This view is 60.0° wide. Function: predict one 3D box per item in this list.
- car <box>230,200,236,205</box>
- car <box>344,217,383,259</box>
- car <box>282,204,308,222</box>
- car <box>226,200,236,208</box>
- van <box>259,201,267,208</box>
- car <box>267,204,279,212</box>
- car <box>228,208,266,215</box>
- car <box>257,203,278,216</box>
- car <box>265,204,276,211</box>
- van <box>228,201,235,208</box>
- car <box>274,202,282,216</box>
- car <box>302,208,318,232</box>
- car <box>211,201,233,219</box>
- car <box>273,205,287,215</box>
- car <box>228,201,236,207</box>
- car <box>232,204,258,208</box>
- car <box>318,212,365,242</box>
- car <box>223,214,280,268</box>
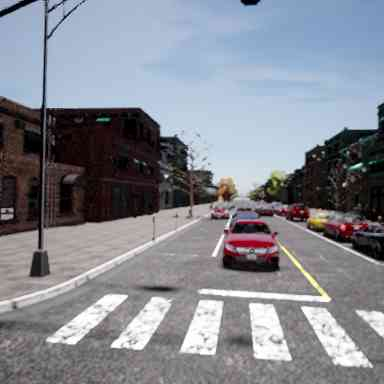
[{"bbox_3d":[7.988,3.000,70.351,2.008,1.369,4.403,1,-1,8],"label":"car"},{"bbox_3d":[8.328,2.007,14.250,1.947,1.339,4.313,1,-1,8],"label":"car"},{"bbox_3d":[11.511,2.226,36.214,2.192,1.841,5.009,1,-1,8],"label":"car"},{"bbox_3d":[9.581,2.999,81.336,2.192,1.841,5.009,1,-1,8],"label":"car"},{"bbox_3d":[19.462,3.424,91.112,1.690,1.788,3.998,1,-1,8],"label":"van"},{"bbox_3d":[15.485,3.042,63.659,1.887,1.381,4.507,1,-1,8],"label":"car"},{"bbox_3d":[3.669,2.049,22.424,1.994,1.385,4.181,1,-1,8],"label":"car"},{"bbox_3d":[10.418,2.624,46.660,2.033,1.411,5.357,1,-1,8],"label":"car"},{"bbox_3d":[16.279,3.196,69.148,1.802,1.307,4.206,1,-1,8],"label":"car"},{"bbox_3d":[10.375,3.142,86.825,1.690,1.788,3.998,1,-1,8],"label":"van"},{"bbox_3d":[13.100,2.586,47.192,1.967,1.590,4.097,1,-1,8],"label":"car"},{"bbox_3d":[9.943,2.205,25.399,1.752,1.417,4.829,1,-1,8],"label":"car"},{"bbox_3d":[3.218,2.187,37.414,1.967,1.590,4.097,1,-1,8],"label":"car"},{"bbox_3d":[13.894,2.845,52.679,1.802,1.307,4.206,1,-1,8],"label":"car"},{"bbox_3d":[11.169,3.358,92.313,1.967,1.590,4.097,1,-1,8],"label":"car"},{"bbox_3d":[5.152,2.208,32.632,1.837,1.490,4.892,1,-1,8],"label":"car"},{"bbox_3d":[9.125,1.999,19.742,1.967,1.590,4.097,1,-1,8],"label":"car"},{"bbox_3d":[2.212,1.799,12.580,1.812,1.442,4.674,1,-1,9],"label":"car"}]
